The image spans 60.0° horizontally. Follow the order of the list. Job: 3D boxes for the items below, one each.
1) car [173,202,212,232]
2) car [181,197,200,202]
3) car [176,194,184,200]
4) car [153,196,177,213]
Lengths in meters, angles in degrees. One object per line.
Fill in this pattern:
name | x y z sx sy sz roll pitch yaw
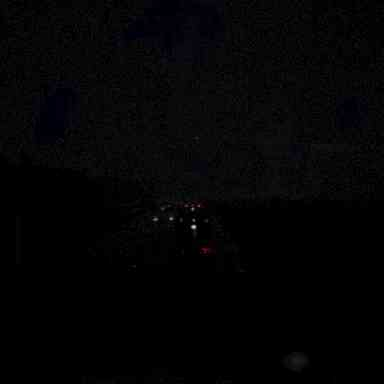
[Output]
car | 0.093 1.482 19.304 1.895 1.301 4.718 0 0 0
car | 0.089 1.414 35.356 1.895 1.301 4.718 0 0 0
car | -2.771 1.232 74.927 2.128 1.511 4.902 0 0 0
car | -2.856 1.343 34.425 1.812 1.442 4.674 0 0 0
